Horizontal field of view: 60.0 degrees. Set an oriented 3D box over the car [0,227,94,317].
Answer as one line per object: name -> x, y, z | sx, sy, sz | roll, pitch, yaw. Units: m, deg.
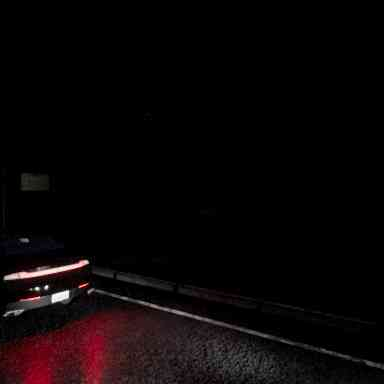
car -> -4.082, 1.491, 6.887 | 4.902, 1.511, 2.128 | 0, 0, 37
